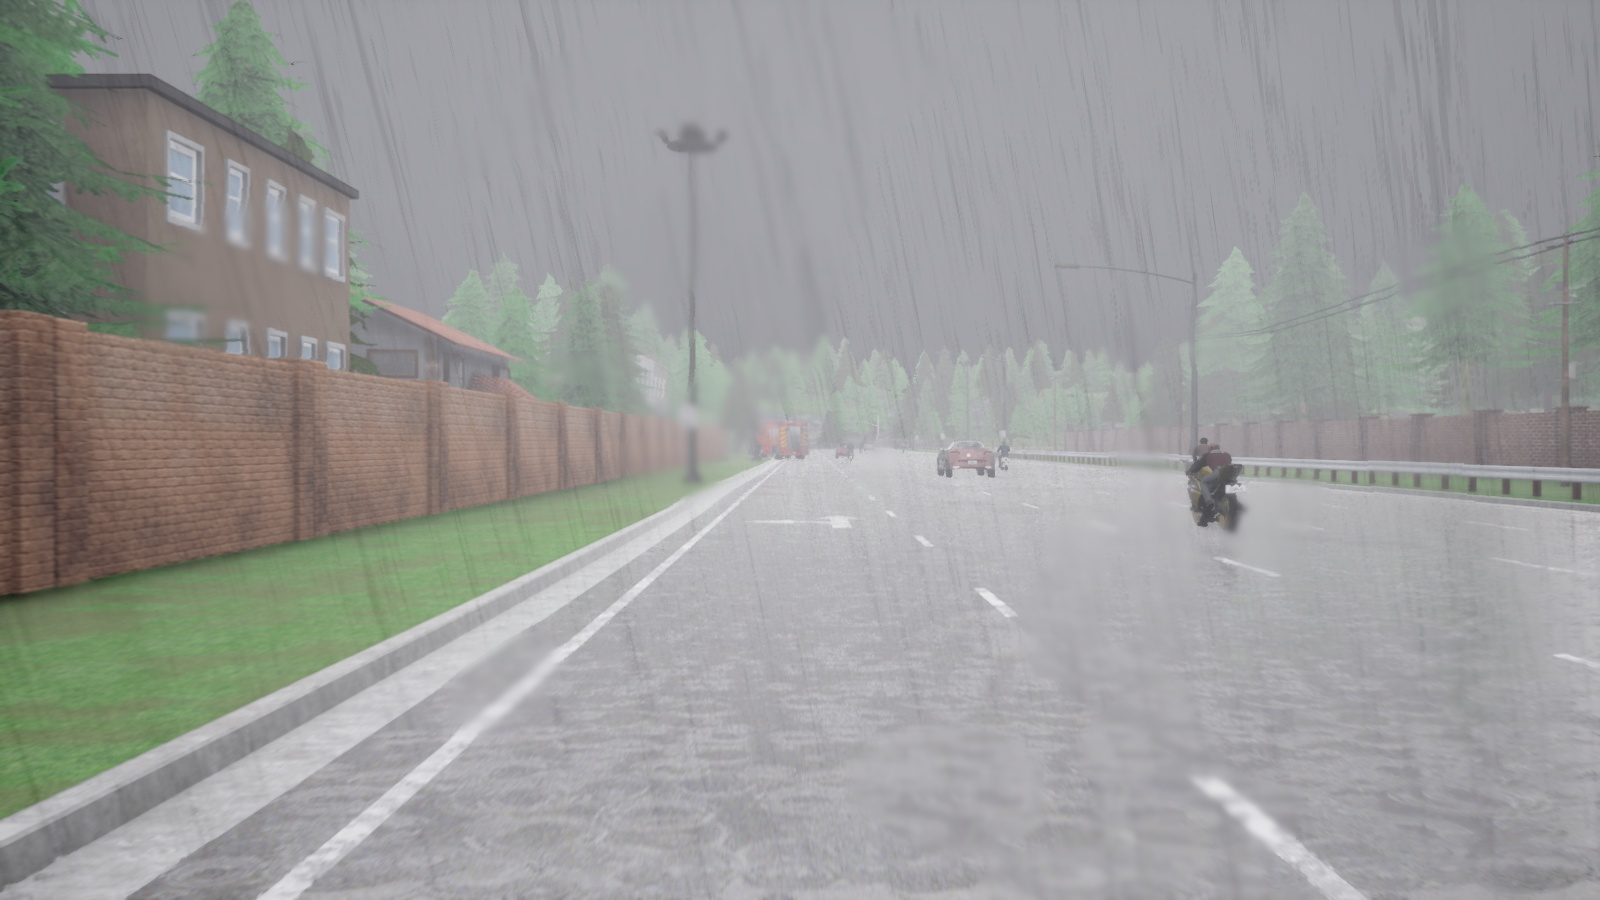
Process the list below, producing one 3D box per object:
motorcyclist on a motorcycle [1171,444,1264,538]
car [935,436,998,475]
[{"bbox_3d":[7.138,0.666,21.589,0.866,1.530,2.191,0,0,0],"label":"motorcyclist on a motorcycle"},{"bbox_3d":[7.332,0.217,55.757,2.152,1.651,5.027,0,0,0],"label":"car"}]
